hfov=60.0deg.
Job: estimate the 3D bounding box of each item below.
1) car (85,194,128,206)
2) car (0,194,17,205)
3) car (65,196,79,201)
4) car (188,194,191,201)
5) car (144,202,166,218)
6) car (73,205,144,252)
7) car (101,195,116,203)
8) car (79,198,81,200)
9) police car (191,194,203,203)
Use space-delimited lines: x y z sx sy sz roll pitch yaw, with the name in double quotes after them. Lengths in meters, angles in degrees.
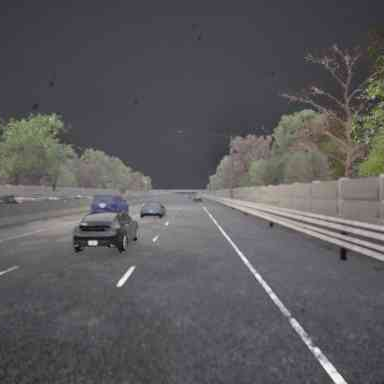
-6.905 1.218 28.252 2.150 2.045 5.566 0 0 0 "car"
-17.600 1.219 29.297 2.150 2.045 5.566 0 0 0 "car"
-24.508 1.555 68.612 2.033 1.411 5.357 0 0 0 "car"
-0.011 1.553 87.854 1.837 1.490 4.892 0 0 0 "car"
-3.407 1.562 29.701 1.994 1.385 4.181 0 0 0 "car"
-3.405 1.499 13.853 1.837 1.490 4.892 0 0 0 "car"
-17.508 1.478 69.862 1.882 1.535 5.008 0 0 0 "car"
-21.008 1.535 69.028 2.128 1.511 4.902 0 0 0 "car"
1.217 1.454 69.197 1.930 1.638 5.238 0 0 0 "police car"
